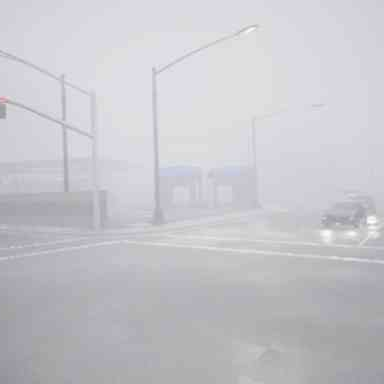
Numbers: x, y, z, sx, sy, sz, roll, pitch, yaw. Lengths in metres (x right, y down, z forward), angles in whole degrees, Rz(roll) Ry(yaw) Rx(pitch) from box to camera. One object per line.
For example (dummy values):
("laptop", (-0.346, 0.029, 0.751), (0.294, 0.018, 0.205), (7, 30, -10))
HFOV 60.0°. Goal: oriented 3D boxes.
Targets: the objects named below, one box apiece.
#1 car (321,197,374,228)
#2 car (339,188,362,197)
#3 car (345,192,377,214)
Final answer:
("car", (9.236, 1.251, 19.874), (2.033, 1.411, 5.357), (-2, 0, 35))
("car", (18.499, 0.594, 38.474), (2.150, 2.045, 5.566), (-2, 0, 13))
("car", (14.646, 1.008, 28.530), (2.128, 1.511, 4.902), (-2, 0, 27))
